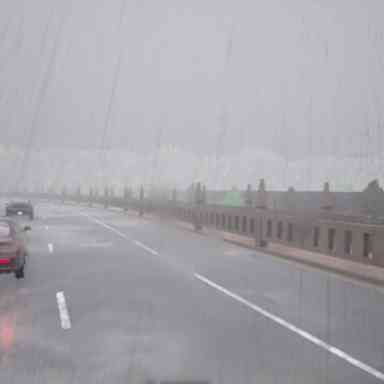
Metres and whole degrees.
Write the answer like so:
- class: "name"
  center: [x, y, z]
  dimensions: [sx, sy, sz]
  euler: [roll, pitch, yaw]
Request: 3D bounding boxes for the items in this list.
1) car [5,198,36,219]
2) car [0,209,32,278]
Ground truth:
- class: "car"
  center: [-13.429, 1.252, 26.071]
  dimensions: [1.837, 1.490, 4.892]
  euler: [2, 0, -26]
- class: "car"
  center: [-5.609, 1.416, 9.285]
  dimensions: [1.812, 1.442, 4.674]
  euler: [1, 0, -25]
